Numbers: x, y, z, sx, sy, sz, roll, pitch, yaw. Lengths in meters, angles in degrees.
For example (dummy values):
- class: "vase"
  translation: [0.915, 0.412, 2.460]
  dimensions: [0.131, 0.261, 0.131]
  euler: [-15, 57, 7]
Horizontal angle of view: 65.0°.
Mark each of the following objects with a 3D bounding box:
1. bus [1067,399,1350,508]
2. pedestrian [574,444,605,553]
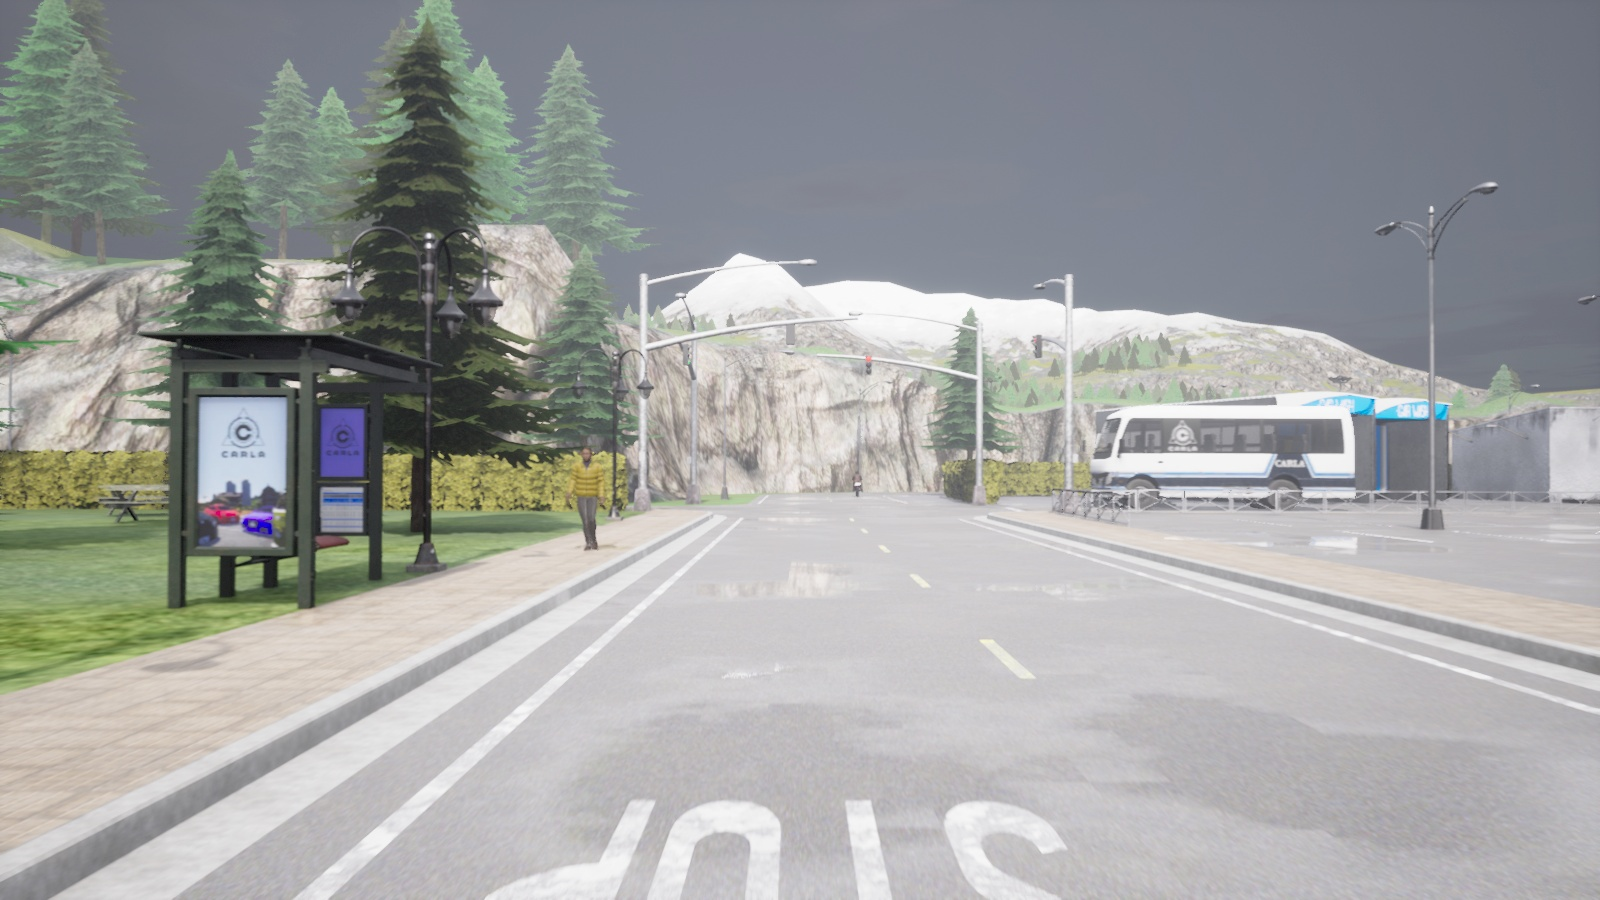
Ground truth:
- class: "bus"
  translation: [16.499, 0.183, 51.412]
  dimensions: [10.273, 4.253, 3.944]
  euler: [0, -1, 1]
- class: "pedestrian"
  translation: [-3.623, 0.825, 21.612]
  dimensions: [0.431, 1.840, 0.709]
  euler: [0, -1, -2]
